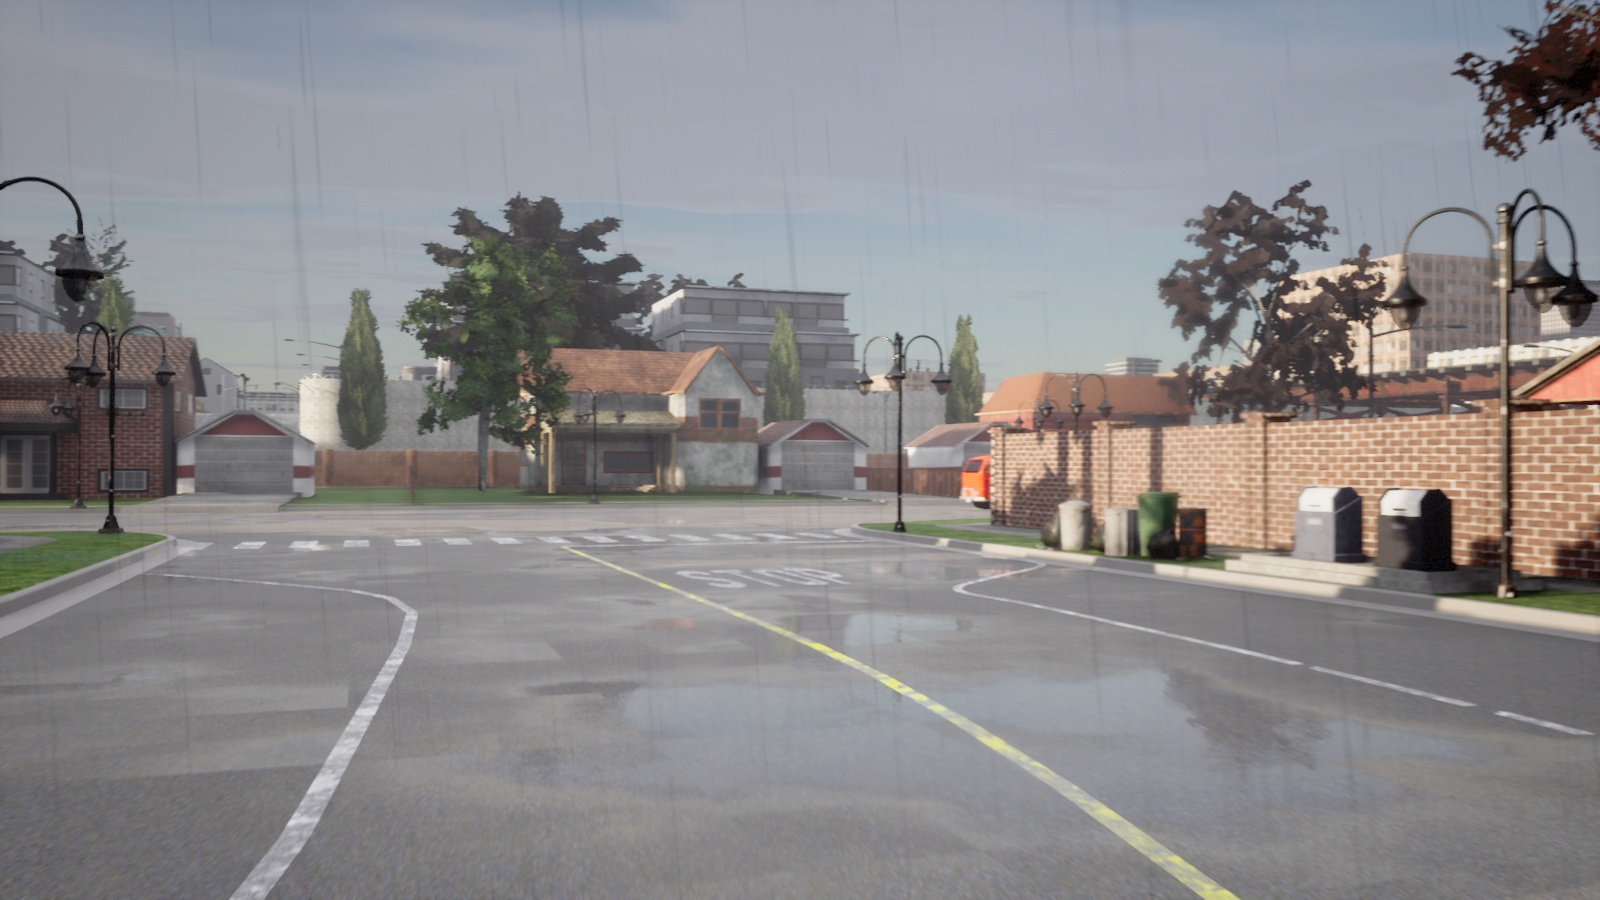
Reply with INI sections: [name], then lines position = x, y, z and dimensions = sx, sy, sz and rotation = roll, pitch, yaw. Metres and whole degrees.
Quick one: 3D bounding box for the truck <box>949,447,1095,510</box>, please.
[truck]
position = 8.975, 1.114, 50.851
dimensions = 5.204, 2.467, 2.627
rotation = 0, -1, -19
